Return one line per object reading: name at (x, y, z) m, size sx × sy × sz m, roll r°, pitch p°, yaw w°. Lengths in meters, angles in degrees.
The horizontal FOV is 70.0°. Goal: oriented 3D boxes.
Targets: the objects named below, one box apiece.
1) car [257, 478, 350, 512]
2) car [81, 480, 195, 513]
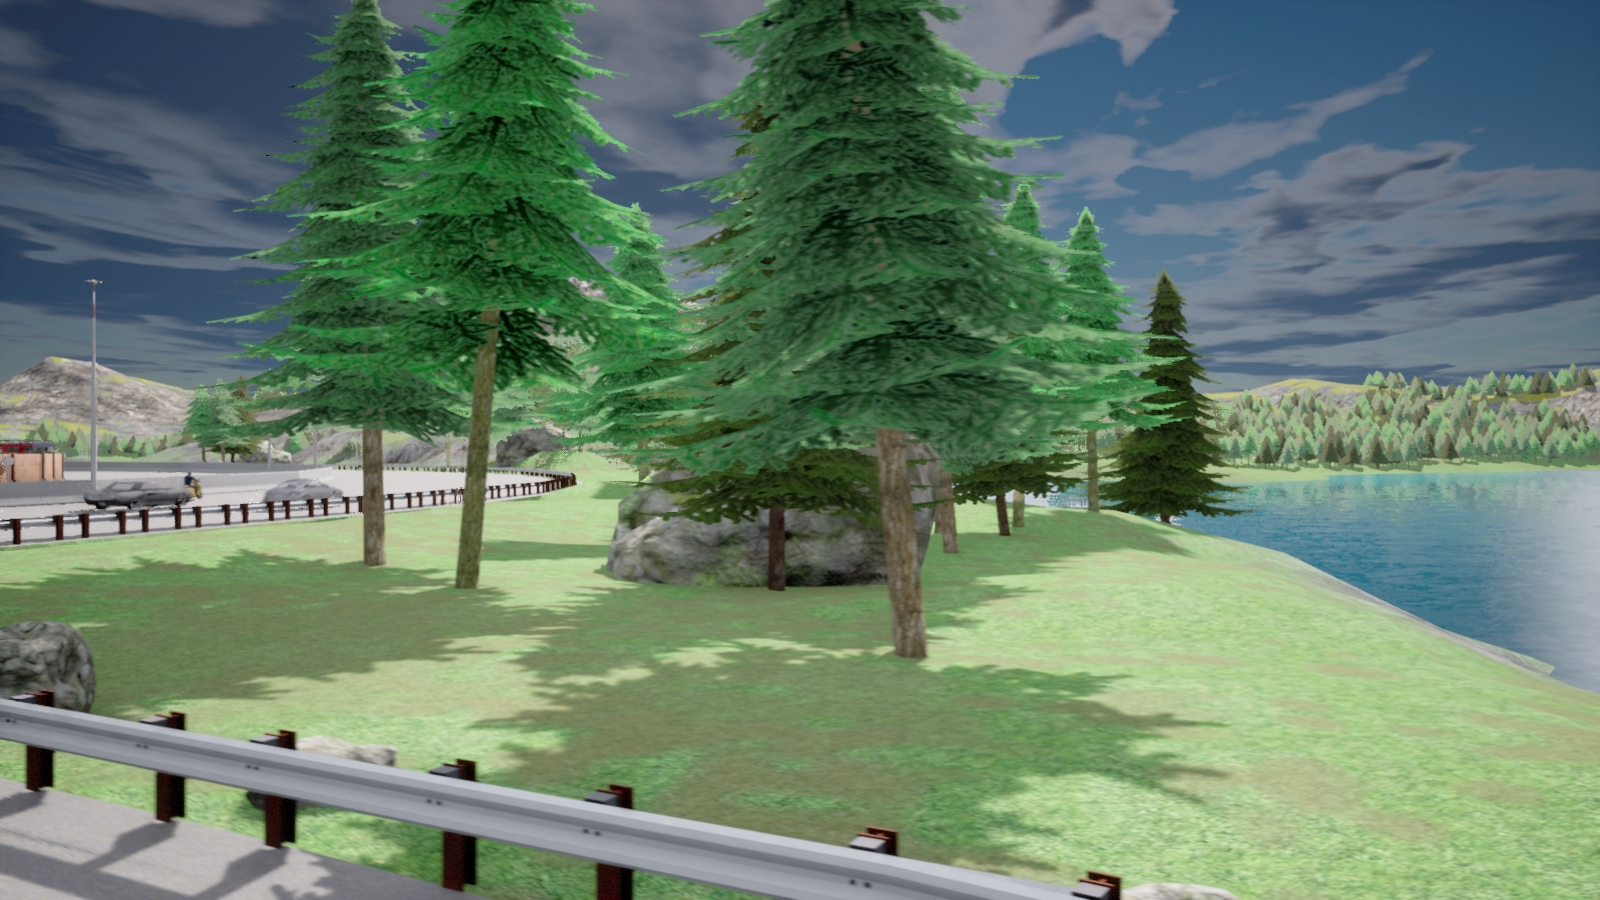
car at (-23.159, 2.063, 53.498) m, size 1.994 × 1.385 × 4.181 m, roll 0°, pitch 0°, yaw 10°
car at (-30.440, 2.097, 52.693) m, size 1.895 × 1.301 × 4.718 m, roll 0°, pitch 0°, yaw 11°
